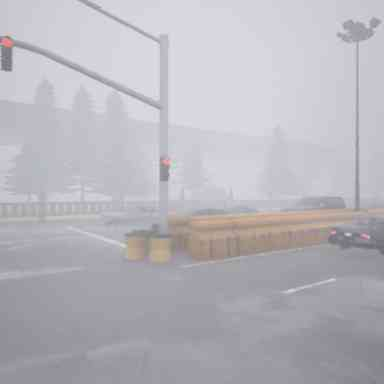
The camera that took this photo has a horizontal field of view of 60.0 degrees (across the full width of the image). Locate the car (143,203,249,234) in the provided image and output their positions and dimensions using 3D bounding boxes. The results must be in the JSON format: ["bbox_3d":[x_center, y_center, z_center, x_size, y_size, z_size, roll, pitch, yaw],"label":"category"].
[{"bbox_3d":[0.303,1.518,17.040,5.008,1.535,1.882,0,0,-36],"label":"car"}]

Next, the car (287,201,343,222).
[{"bbox_3d":[10.606,1.592,28.625,4.902,1.511,2.128,0,0,-35],"label":"car"}]

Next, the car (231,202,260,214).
[{"bbox_3d":[2.595,1.553,22.986,4.902,1.511,2.128,0,0,-35],"label":"car"}]

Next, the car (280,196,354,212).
[{"bbox_3d":[8.407,1.301,22.792,5.566,2.045,2.150,0,0,-35],"label":"car"}]

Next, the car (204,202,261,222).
[{"bbox_3d":[3.444,1.601,27.843,4.674,1.442,1.812,0,0,-35],"label":"car"}]

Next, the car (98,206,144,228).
[{"bbox_3d":[-3.875,1.641,22.698,4.718,1.301,1.895,0,0,-35],"label":"car"}]

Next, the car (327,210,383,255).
[{"bbox_3d":[7.733,1.604,13.558,5.357,1.411,2.033,0,0,-35],"label":"car"}]

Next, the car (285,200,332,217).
[{"bbox_3d":[11.880,1.608,33.832,4.902,1.511,2.128,0,0,-35],"label":"car"}]
